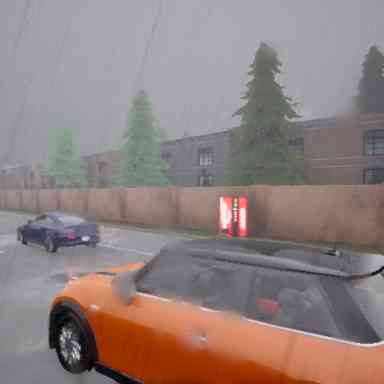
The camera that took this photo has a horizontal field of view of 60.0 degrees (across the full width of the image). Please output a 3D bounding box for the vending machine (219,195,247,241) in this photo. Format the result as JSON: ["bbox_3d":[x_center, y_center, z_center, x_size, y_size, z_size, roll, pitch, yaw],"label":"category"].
[{"bbox_3d":[1.988,1.195,16.009,0.880,2.100,1.100,0,0,42],"label":"vending machine"}]

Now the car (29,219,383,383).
[{"bbox_3d":[0.239,1.353,4.045,4.553,1.767,2.097,0,0,37],"label":"car"}]

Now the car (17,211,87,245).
[{"bbox_3d":[-5.525,1.526,13.662,4.674,1.442,1.812,0,0,44],"label":"car"}]
